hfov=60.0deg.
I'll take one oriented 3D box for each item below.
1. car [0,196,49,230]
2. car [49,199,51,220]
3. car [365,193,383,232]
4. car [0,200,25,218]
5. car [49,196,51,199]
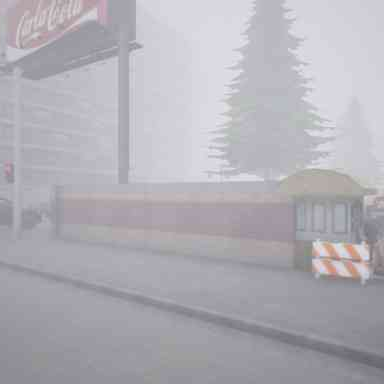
[{"bbox_3d":[-11.676,1.254,19.312,2.150,2.045,5.566,0,0,35],"label":"car"},{"bbox_3d":[-9.973,1.530,27.766,2.128,1.511,4.902,0,0,35],"label":"car"},{"bbox_3d":[10.790,1.150,16.547,3.866,1.878,1.905,0,0,35],"label":"car"},{"bbox_3d":[-17.630,1.555,29.411,1.837,1.490,4.892,0,0,35],"label":"car"},{"bbox_3d":[-12.348,1.267,30.814,2.150,2.045,5.566,0,0,35],"label":"car"}]
